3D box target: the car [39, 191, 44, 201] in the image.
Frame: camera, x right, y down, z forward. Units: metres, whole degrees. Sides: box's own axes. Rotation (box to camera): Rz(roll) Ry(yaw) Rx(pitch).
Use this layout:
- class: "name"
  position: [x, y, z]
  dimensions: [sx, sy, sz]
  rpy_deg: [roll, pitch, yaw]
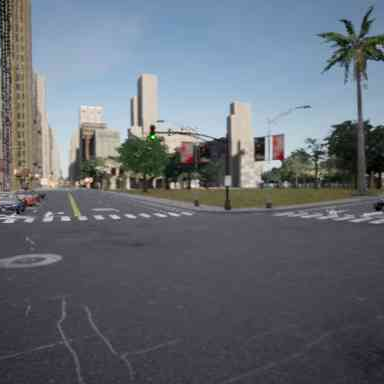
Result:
- class: "car"
  position: [-20.874, 0.607, 43.243]
  dimensions: [1.994, 1.385, 4.181]
  rpy_deg: [-1, 2, -21]

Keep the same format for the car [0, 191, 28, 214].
- class: "car"
  position: [-14.434, 0.950, 26.328]
  dimensions: [1.812, 1.442, 4.674]
  rpy_deg: [-1, 2, -21]

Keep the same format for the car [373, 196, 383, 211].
- class: "car"
  position: [15.561, 0.669, 25.169]
  dimensions: [5.357, 1.411, 2.033]
  rpy_deg: [-2, 2, -42]

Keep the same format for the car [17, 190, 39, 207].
- class: "car"
  position: [-17.653, 0.585, 34.782]
  dimensions: [2.097, 1.767, 4.553]
  rpy_deg: [-1, 2, -21]
